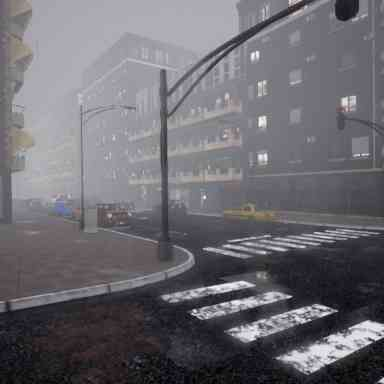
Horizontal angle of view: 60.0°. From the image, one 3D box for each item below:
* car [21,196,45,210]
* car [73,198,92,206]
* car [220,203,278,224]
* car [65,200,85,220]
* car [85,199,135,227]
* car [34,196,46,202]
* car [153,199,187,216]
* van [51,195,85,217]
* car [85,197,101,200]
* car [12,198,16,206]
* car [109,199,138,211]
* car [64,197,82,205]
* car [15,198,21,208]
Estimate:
[{"bbox_3d":[-21.999,1.628,46.417,1.967,1.590,4.097,-1,1,-36],"label":"car"},{"bbox_3d":[-18.412,1.644,55.798,1.947,1.339,4.313,-1,1,-36],"label":"car"},{"bbox_3d":[4.062,1.498,24.453,1.752,1.417,4.829,-1,1,-36],"label":"car"},{"bbox_3d":[-8.999,1.652,28.289,1.752,1.417,4.829,-1,1,-36],"label":"car"},{"bbox_3d":[-5.875,1.553,23.930,1.967,1.590,4.097,-1,1,-36],"label":"car"},{"bbox_3d":[-37.761,1.728,82.784,1.887,1.381,4.507,-1,1,-36],"label":"car"},{"bbox_3d":[-2.289,1.441,33.309,1.967,1.590,4.097,-1,1,-36],"label":"car"},{"bbox_3d":[-12.326,1.483,32.923,1.690,1.788,3.998,-1,1,-36],"label":"van"},{"bbox_3d":[-15.189,1.502,51.299,1.967,1.590,4.097,-1,1,-36],"label":"car"},{"bbox_3d":[-31.672,1.782,59.911,1.887,1.381,4.507,-1,1,-36],"label":"car"},{"bbox_3d":[-8.737,1.581,42.305,2.008,1.369,4.403,-1,1,-36],"label":"car"},{"bbox_3d":[-21.637,1.645,60.296,2.008,1.369,4.403,-1,1,-36],"label":"car"},{"bbox_3d":[-25.222,1.770,50.915,1.947,1.339,4.313,-1,1,-36],"label":"car"}]
